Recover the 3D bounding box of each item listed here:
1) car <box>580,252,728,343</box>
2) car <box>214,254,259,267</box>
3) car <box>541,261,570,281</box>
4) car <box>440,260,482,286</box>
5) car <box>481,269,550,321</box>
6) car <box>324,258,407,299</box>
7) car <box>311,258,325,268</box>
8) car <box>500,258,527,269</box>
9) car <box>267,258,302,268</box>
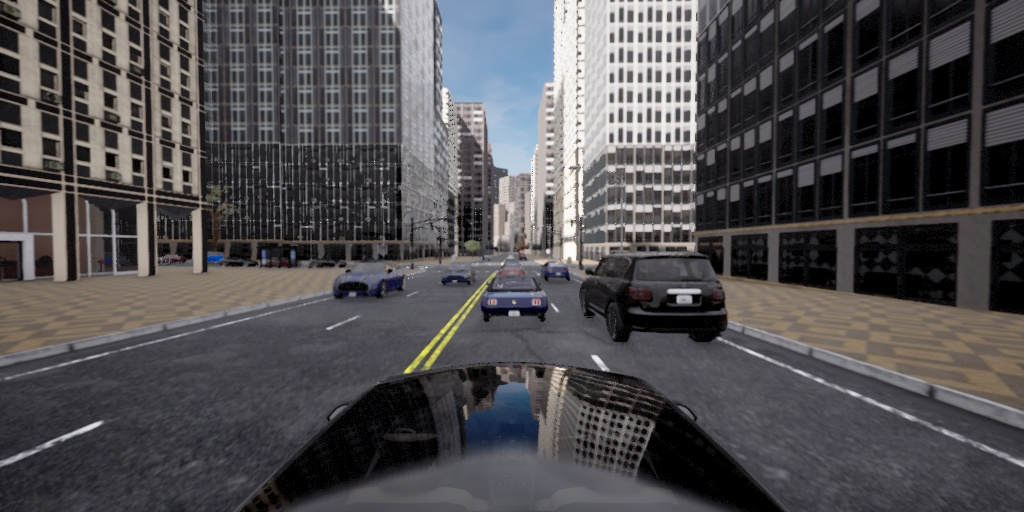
[{"bbox_3d":[3.317,0.910,9.568,2.150,2.045,5.566,0,0,0],"label":"car"},{"bbox_3d":[-34.253,0.773,45.071,4.313,1.339,1.948,0,0,1],"label":"car"},{"bbox_3d":[3.259,1.076,27.453,1.812,1.442,4.674,0,0,0],"label":"car"},{"bbox_3d":[-3.418,1.130,24.038,2.033,1.411,5.357,0,0,0],"label":"car"},{"bbox_3d":[0.064,1.274,12.042,1.895,1.301,4.718,0,0,0],"label":"car"},{"bbox_3d":[-6.650,0.990,17.183,2.097,1.767,4.553,0,1,0],"label":"car"},{"bbox_3d":[-22.888,0.871,44.807,4.313,1.339,1.948,0,0,1],"label":"car"},{"bbox_3d":[0.010,1.118,27.298,1.994,1.385,4.181,0,0,0],"label":"car"},{"bbox_3d":[-28.572,0.839,44.919,4.207,1.307,1.802,0,0,1],"label":"car"}]
